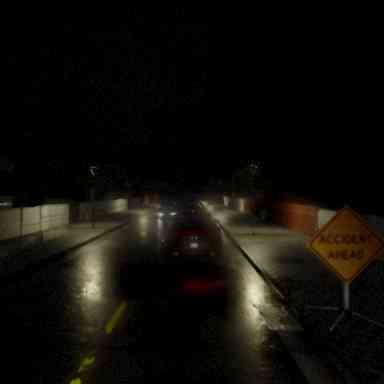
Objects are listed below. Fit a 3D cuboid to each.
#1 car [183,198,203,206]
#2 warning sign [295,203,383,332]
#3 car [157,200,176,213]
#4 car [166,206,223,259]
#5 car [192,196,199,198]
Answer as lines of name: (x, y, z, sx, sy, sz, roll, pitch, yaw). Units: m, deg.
car: (0.101, 1.623, 33.068, 1.812, 1.442, 4.674, 0, 0, 0)
warning sign: (2.515, 1.131, 5.448, 1.300, 1.860, 1.060, 0, 0, 0)
car: (-2.844, 1.639, 38.397, 1.812, 1.442, 4.674, 0, 0, 0)
car: (0.089, 1.515, 12.831, 1.882, 1.535, 5.008, 0, 0, 0)
car: (0.979, 1.744, 95.442, 1.882, 1.535, 5.008, 0, 0, 0)
